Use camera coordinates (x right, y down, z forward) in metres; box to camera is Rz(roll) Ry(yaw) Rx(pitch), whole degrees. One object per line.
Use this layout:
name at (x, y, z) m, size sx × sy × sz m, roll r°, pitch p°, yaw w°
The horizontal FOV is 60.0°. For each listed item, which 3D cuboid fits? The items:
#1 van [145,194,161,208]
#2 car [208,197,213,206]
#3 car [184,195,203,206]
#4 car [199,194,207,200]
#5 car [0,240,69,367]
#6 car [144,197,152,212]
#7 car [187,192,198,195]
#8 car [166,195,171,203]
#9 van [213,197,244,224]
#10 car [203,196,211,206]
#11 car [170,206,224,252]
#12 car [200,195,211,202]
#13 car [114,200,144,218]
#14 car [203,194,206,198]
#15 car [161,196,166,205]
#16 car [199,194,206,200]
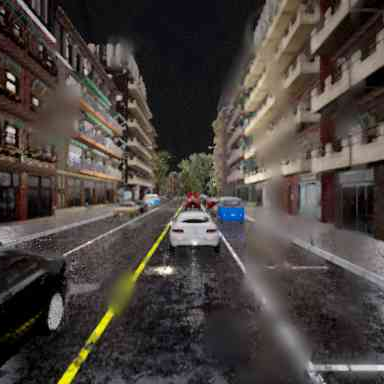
van at (-5.675, 1.224, 46.150) m, size 1.690 × 1.788 × 3.998 m, roll 1°, pitch 0°, yaw 0°
car at (2.709, 1.450, 29.567) m, size 1.752 × 1.417 × 4.829 m, roll 1°, pitch 0°, yaw 0°
car at (0.104, 1.422, 40.297) m, size 1.812 × 1.442 × 4.674 m, roll 0°, pitch 0°, yaw 0°
car at (2.841, 1.336, 85.108) m, size 2.008 × 1.369 × 4.403 m, roll 1°, pitch 0°, yaw 0°
car at (-3.100, 1.467, 3.840) m, size 1.882 × 1.535 × 5.008 m, roll 0°, pitch 0°, yaw 0°
car at (-5.679, 1.477, 35.008) m, size 1.947 × 1.339 × 4.313 m, roll 1°, pitch 0°, yaw 0°
car at (0.103, 1.075, 57.757) m, size 2.150 × 2.045 × 5.566 m, roll 0°, pitch 0°, yaw 0°
car at (-5.677, 1.392, 62.864) m, size 2.008 × 1.369 × 4.403 m, roll 1°, pitch 0°, yaw 0°
van at (2.708, 1.280, 23.825) m, size 1.690 × 1.788 × 3.998 m, roll 1°, pitch 0°, yaw 0°
car at (2.682, 1.441, 40.539) m, size 1.887 × 1.381 × 4.507 m, roll 1°, pitch 0°, yaw 0°
car at (0.075, 1.491, 13.629) m, size 1.812 × 1.442 × 4.674 m, roll 0°, pitch 0°, yaw -1°
car at (2.670, 1.378, 68.395) m, size 2.008 × 1.369 × 4.403 m, roll 1°, pitch 0°, yaw 0°
car at (-5.678, 1.451, 29.267) m, size 1.752 × 1.417 × 4.829 m, roll 1°, pitch 0°, yaw 0°
car at (2.669, 1.435, 51.682) m, size 1.947 × 1.339 × 4.313 m, roll 1°, pitch 0°, yaw 0°
car at (-5.678, 1.419, 51.720) m, size 2.008 × 1.369 × 4.403 m, roll 1°, pitch 0°, yaw 0°
car at (2.841, 1.322, 90.679) m, size 2.008 × 1.369 × 4.403 m, roll 1°, pitch 0°, yaw 0°
